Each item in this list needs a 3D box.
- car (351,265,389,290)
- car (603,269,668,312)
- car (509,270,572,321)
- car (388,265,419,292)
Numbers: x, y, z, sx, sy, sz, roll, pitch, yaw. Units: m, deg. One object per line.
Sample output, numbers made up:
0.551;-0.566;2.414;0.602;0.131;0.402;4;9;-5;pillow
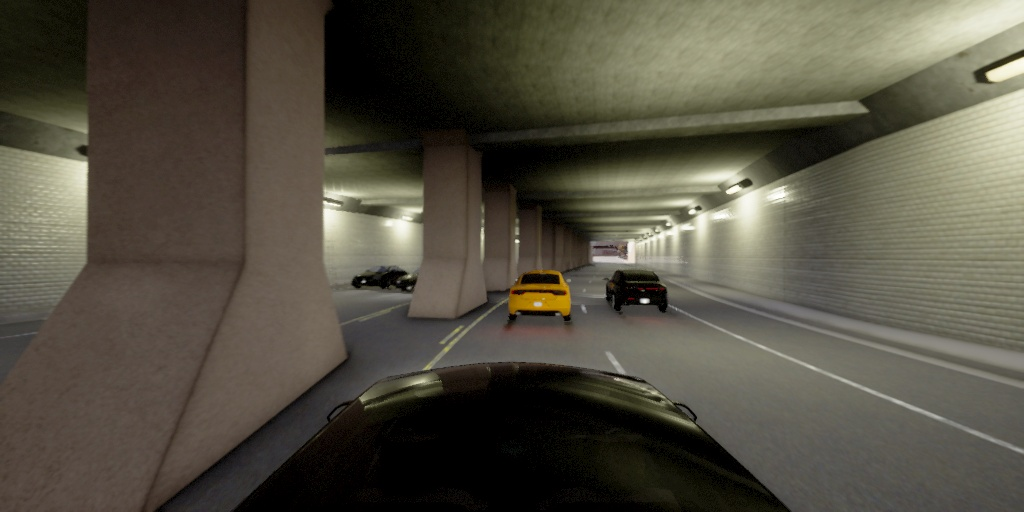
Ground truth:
-8.017;1.268;22.321;1.994;1.385;4.181;0;0;12;car
4.904;1.277;14.542;1.837;1.490;4.892;0;0;10;car
1.065;1.231;12.686;1.882;1.535;5.008;0;0;7;car
-4.751;1.269;21.119;2.033;1.411;5.357;0;0;12;car
